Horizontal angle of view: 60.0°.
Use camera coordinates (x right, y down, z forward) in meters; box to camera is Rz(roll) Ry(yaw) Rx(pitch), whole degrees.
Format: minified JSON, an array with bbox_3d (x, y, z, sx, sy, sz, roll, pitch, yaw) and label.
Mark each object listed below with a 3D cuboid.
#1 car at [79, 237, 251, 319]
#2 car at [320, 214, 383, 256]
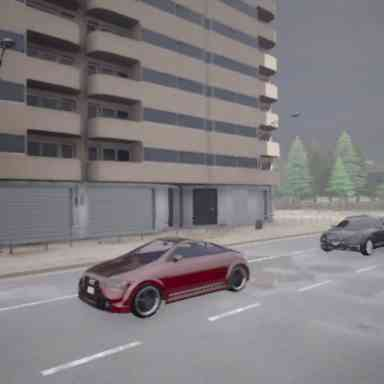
[{"bbox_3d":[-0.519,1.823,8.057,4.181,1.385,1.994,0,-2,-39],"label":"car"},{"bbox_3d":[7.472,1.780,14.522,4.892,1.490,1.837,0,-2,-39],"label":"car"}]
